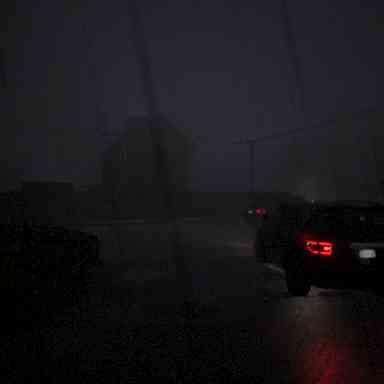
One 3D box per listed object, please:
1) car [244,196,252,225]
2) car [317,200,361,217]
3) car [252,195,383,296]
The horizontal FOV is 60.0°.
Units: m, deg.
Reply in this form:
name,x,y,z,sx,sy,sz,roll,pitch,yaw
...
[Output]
name,x,y,z,sx,sy,sz,roll,pitch,yaw
car,5.754,1.216,19.715,5.566,2.045,2.150,0,0,-22
car,14.064,1.556,32.129,1.994,1.385,4.181,0,0,-7
car,3.219,1.219,8.753,2.150,2.045,5.566,0,0,0
